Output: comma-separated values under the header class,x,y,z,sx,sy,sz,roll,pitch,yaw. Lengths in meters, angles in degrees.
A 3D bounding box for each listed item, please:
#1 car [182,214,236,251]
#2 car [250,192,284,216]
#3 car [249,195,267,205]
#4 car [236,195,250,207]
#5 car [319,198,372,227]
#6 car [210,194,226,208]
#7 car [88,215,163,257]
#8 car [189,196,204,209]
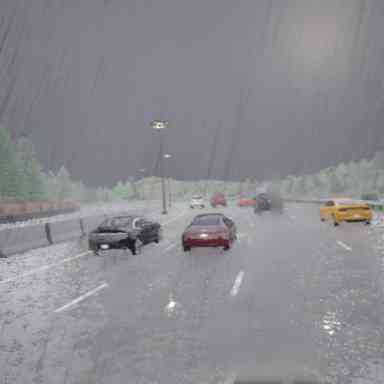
class,x,y,z,sx,sy,sz,roll,pitch,yaw
car,0.847,1.643,14.787,1.994,1.385,4.181,-4,0,11
car,7.020,1.064,30.962,2.150,2.045,5.566,-3,-1,5
car,11.197,1.341,56.333,1.812,1.442,4.674,-3,-1,-3
car,7.831,1.315,49.847,2.097,1.767,4.553,-4,0,-1
car,8.961,1.106,19.831,1.882,1.535,5.008,-3,-1,9
car,4.309,1.445,55.255,2.150,2.045,5.566,-3,-1,-3
car,-2.735,1.788,14.661,2.128,1.511,4.902,-3,0,12
car,0.772,1.671,56.439,2.150,2.045,5.566,-3,-1,-4
